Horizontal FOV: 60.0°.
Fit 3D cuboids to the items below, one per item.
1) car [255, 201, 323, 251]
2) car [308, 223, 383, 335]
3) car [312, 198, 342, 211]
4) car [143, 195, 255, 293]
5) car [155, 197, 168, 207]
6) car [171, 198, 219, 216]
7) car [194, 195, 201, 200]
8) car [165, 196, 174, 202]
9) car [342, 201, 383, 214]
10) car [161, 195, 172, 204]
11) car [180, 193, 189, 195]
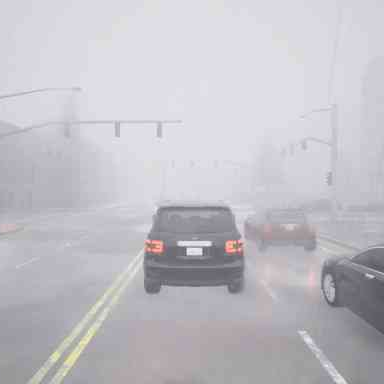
[{"bbox_3d":[3.535,1.352,14.162,2.097,1.767,4.553,0,0,0],"label":"car"},{"bbox_3d":[3.607,1.505,5.081,1.837,1.490,4.892,0,0,0],"label":"car"},{"bbox_3d":[14.438,1.505,37.562,4.892,1.490,1.837,0,0,-2],"label":"car"},{"bbox_3d":[0.054,1.221,8.984,2.150,2.045,5.566,0,0,0],"label":"car"},{"bbox_3d":[-4.701,1.526,51.938,1.812,1.442,4.674,0,1,-1],"label":"car"},{"bbox_3d":[0.214,1.477,33.610,1.882,1.535,5.008,-1,1,-44],"label":"car"},{"bbox_3d":[1.467,1.552,90.364,1.994,1.385,4.181,0,0,-1],"label":"car"},{"bbox_3d":[-5.234,1.552,77.868,1.994,1.385,4.181,0,0,-1],"label":"car"},{"bbox_3d":[18.487,1.601,34.169,4.718,1.301,1.895,0,0,-2],"label":"car"},{"bbox_3d":[-4.976,1.477,65.583,1.882,1.535,5.008,0,0,-1],"label":"car"},{"bbox_3d":[-1.790,1.496,80.218,1.837,1.490,4.892,0,0,-1],"label":"car"}]
